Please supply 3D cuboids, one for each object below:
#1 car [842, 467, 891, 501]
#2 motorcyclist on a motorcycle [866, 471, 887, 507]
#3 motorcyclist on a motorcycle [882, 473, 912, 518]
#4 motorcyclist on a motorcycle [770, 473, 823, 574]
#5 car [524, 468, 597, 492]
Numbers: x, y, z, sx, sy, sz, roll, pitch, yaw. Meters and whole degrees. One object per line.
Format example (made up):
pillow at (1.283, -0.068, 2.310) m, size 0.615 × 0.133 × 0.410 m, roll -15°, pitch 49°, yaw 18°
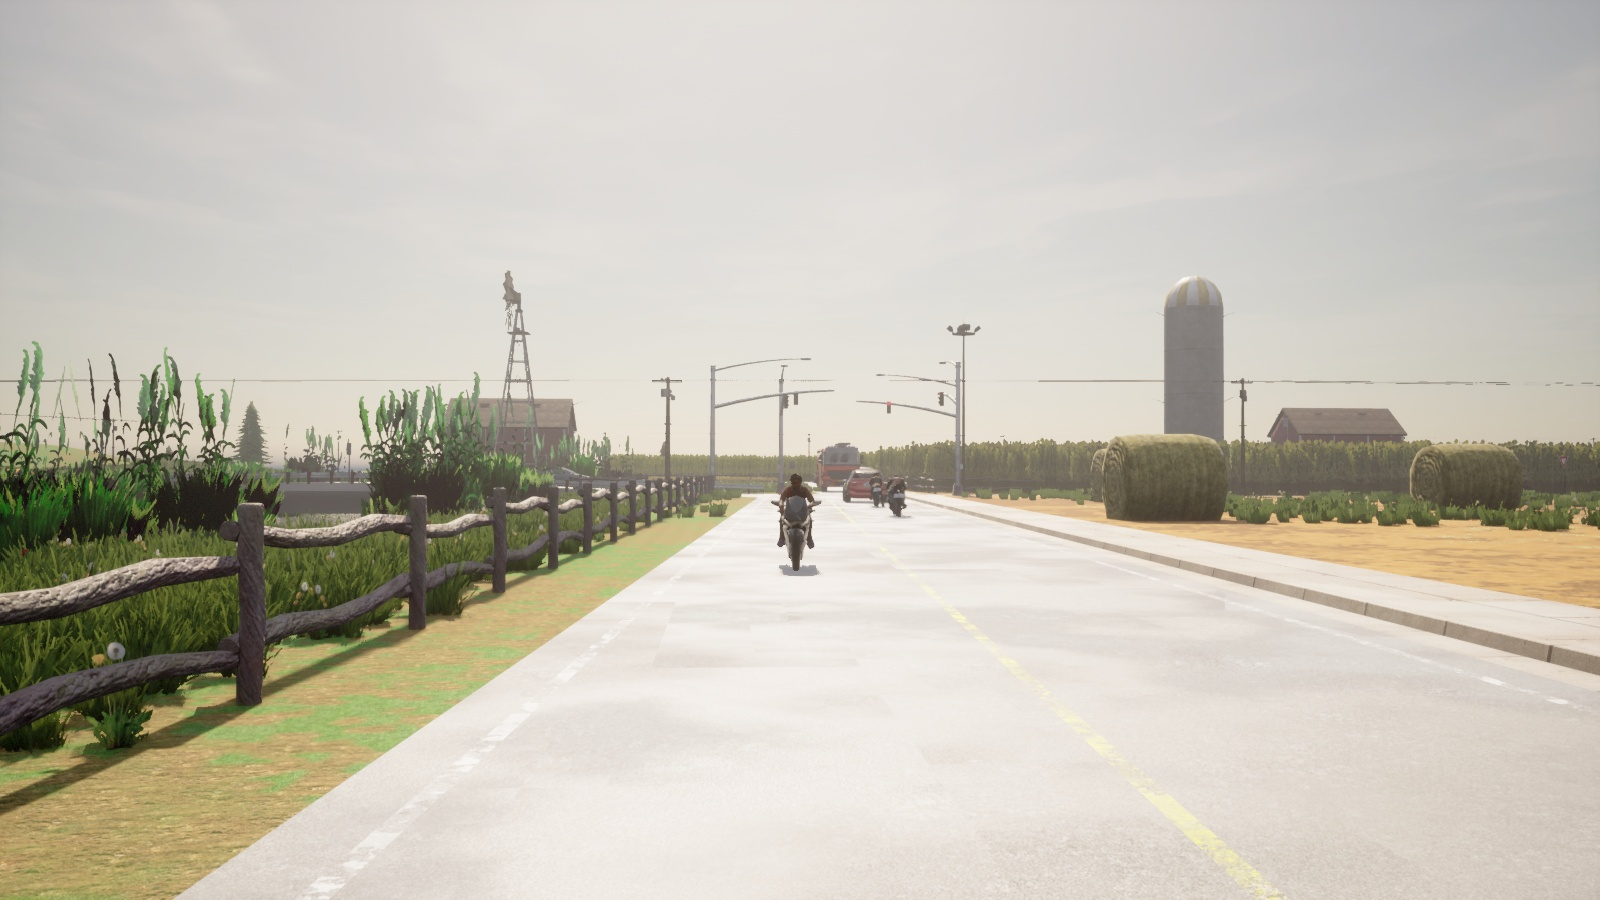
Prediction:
car at (3.340, 1.719, 64.063) m, size 2.242 × 1.667 × 4.611 m, roll 0°, pitch -1°, yaw 0°
motorcyclist on a motorcycle at (3.360, 1.707, 55.124) m, size 0.797 × 1.523 × 2.044 m, roll 0°, pitch -1°, yaw 0°
motorcyclist on a motorcycle at (3.388, 1.574, 44.046) m, size 0.866 × 1.530 × 2.191 m, roll 0°, pitch -1°, yaw 0°
motorcyclist on a motorcycle at (-0.051, 1.133, 20.062) m, size 0.797 × 1.523 × 2.044 m, roll 0°, pitch -1°, yaw 0°
car at (-15.365, 1.918, 80.726) m, size 4.181 × 1.385 × 1.994 m, roll 2°, pitch -1°, yaw 3°
